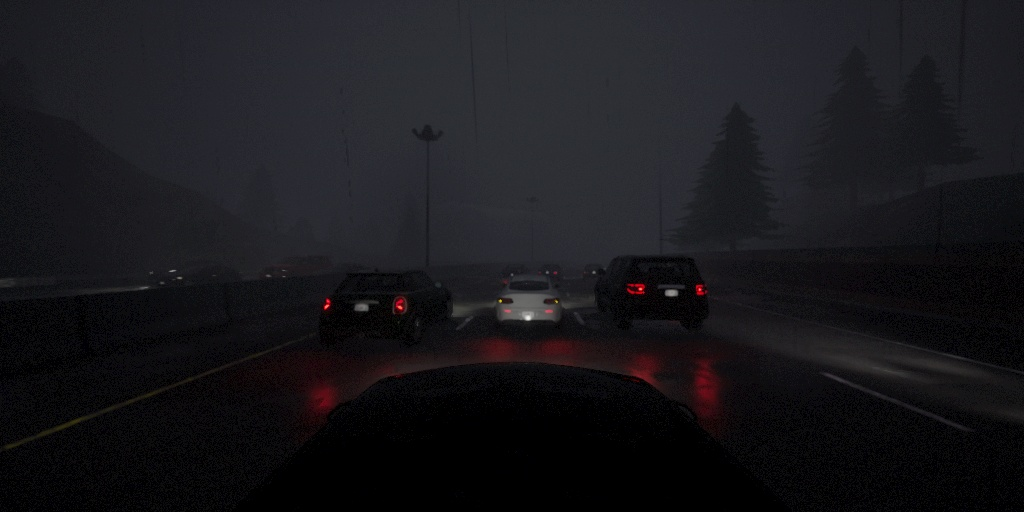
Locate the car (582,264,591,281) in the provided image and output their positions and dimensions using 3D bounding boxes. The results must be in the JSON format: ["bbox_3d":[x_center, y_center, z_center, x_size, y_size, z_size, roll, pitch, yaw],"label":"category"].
[{"bbox_3d":[6.996,1.340,30.581,2.033,1.411,5.357,0,0,13],"label":"car"}]

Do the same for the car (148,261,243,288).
[{"bbox_3d":[-19.463,1.244,22.578,1.812,1.442,4.674,0,0,8],"label":"car"}]

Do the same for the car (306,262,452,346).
[{"bbox_3d":[-3.026,1.101,9.604,2.097,1.767,4.553,0,0,3],"label":"car"}]

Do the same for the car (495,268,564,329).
[{"bbox_3d":[0.567,1.285,11.203,1.812,1.442,4.674,0,0,4],"label":"car"}]

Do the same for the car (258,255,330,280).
[{"bbox_3d":[-15.408,0.955,26.062,2.150,2.045,5.566,0,0,10],"label":"car"}]

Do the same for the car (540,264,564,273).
[{"bbox_3d":[3.242,1.330,29.797,2.033,1.411,5.357,0,0,12],"label":"car"}]

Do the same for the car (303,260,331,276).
[{"bbox_3d":[-11.949,1.232,25.514,2.128,1.511,4.902,0,0,10],"label":"car"}]

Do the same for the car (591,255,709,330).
[{"bbox_3d":[4.076,0.990,11.358,2.150,2.045,5.566,0,0,4],"label":"car"}]

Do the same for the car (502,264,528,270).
[{"bbox_3d":[0.529,1.380,33.584,1.895,1.301,4.718,0,0,13],"label":"car"}]

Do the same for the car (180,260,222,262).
[{"bbox_3d":[-22.594,1.063,25.328,2.097,1.767,4.553,0,0,9],"label":"car"}]
